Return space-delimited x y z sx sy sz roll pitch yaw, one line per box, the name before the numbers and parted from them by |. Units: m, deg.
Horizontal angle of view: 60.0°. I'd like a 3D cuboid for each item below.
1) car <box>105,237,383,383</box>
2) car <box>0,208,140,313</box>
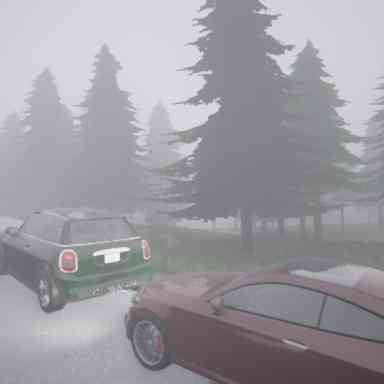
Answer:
car | 1.234 1.503 3.763 4.674 1.442 1.812 2 1 39
car | -2.897 1.147 7.598 2.097 1.767 4.553 -1 2 -43
